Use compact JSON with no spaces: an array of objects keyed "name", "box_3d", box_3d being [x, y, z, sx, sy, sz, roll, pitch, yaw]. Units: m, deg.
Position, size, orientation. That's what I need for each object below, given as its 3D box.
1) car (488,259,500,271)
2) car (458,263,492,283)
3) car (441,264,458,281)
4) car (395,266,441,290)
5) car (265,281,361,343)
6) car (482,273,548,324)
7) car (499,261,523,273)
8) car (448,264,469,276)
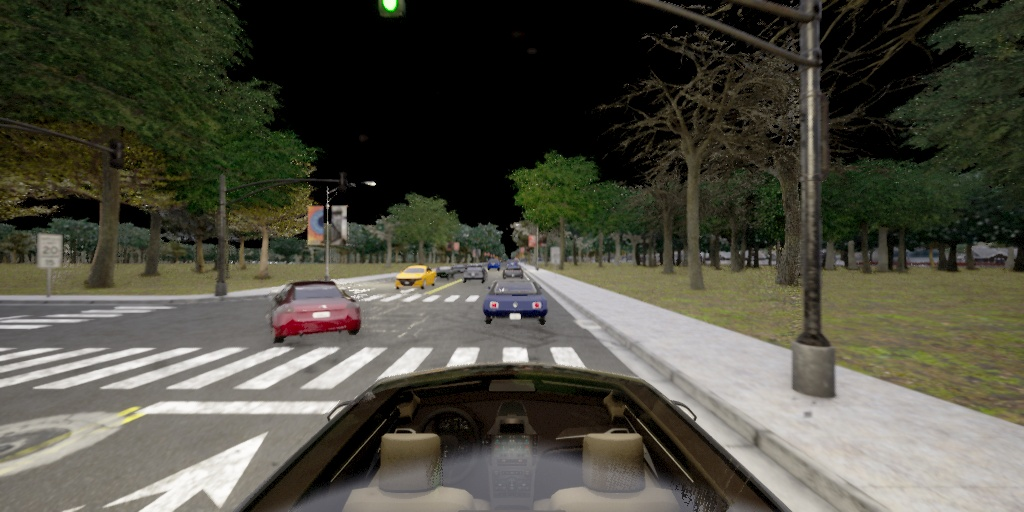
[{"name":"car","box_3d":[-3.184,1.569,63.778,2.150,2.045,5.566,0,0,0]},{"name":"car","box_3d":[-3.150,1.572,31.540,2.033,1.411,5.357,0,-1,0]},{"name":"car","box_3d":[-6.588,1.653,34.450,1.895,1.301,4.718,0,-1,0]},{"name":"car","box_3d":[-6.599,1.441,25.045,1.882,1.535,5.008,0,-1,0]},{"name":"car","box_3d":[-5.721,1.391,10.232,1.994,1.385,4.181,1,-1,-35]},{"name":"car","box_3d":[0.100,1.448,12.414,1.895,1.301,4.718,0,-1,0]},{"name":"car","box_3d":[0.100,1.540,34.005,2.128,1.511,4.902,0,-1,0]},{"name":"car","box_3d":[-6.558,1.715,44.507,1.994,1.385,4.181,0,-1,0]}]
